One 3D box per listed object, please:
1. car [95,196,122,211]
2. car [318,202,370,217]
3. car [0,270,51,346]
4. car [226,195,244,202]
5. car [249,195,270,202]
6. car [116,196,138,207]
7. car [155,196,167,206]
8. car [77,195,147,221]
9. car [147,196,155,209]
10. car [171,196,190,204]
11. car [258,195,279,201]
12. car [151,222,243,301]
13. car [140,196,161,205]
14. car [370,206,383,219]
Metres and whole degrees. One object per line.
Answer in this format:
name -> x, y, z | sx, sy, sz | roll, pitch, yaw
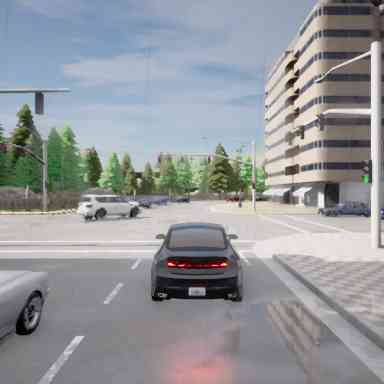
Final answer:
car -> -10.396, 1.352, 41.818 | 2.097, 1.767, 4.553 | 0, 0, 2
car -> 14.607, 1.603, 30.949 | 5.357, 1.411, 2.033 | 0, 0, 0
car -> -3.426, 1.601, 3.762 | 1.895, 1.301, 4.718 | 0, 0, 0
car -> 9.726, 1.478, 74.998 | 5.008, 1.535, 1.882 | 0, 0, -41
car -> 15.199, 1.595, 74.726 | 4.718, 1.301, 1.895 | 0, 0, -33
car -> -9.864, 1.478, 51.029 | 1.882, 1.535, 5.008 | 0, 0, 7
car -> -5.630, 1.478, 55.848 | 1.882, 1.535, 5.008 | 0, 0, 14
car -> -6.949, 1.255, 28.336 | 2.150, 2.045, 5.566 | 1, 1, 44
car -> -6.739, 1.564, 46.042 | 1.994, 1.385, 4.181 | 0, 0, 0
car -> -2.197, 1.478, 65.331 | 1.882, 1.535, 5.008 | 0, 0, 28
car -> 18.524, 1.500, 80.512 | 4.892, 1.490, 1.837 | 0, 0, -22
car -> 0.117, 1.505, 8.282 | 1.837, 1.490, 4.892 | 0, 0, 1
car -> -7.648, 1.506, 61.295 | 1.837, 1.490, 4.892 | 0, 0, 20
car -> 17.703, 1.581, 27.439 | 4.674, 1.442, 1.812 | 0, 0, 0
